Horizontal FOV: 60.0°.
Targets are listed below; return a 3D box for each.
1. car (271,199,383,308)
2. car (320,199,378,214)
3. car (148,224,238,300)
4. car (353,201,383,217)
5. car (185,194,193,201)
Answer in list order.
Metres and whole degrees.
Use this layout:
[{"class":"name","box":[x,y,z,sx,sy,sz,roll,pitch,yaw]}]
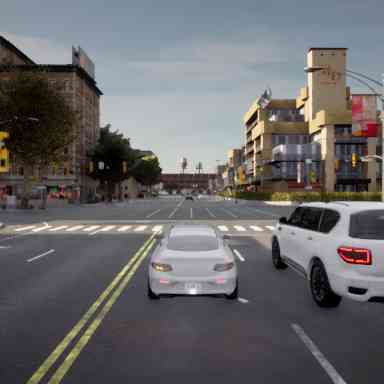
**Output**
[{"class":"car","box":[3.514,1.221,8.028,2.150,2.045,5.566,0,0,0]},{"class":"car","box":[16.096,1.477,34.238,5.008,1.535,1.882,0,0,0]},{"class":"car","box":[0.015,1.526,8.266,1.812,1.442,4.674,0,0,0]},{"class":"car","box":[17.424,1.563,30.730,4.181,1.385,1.994,0,0,0]},{"class":"car","box":[-0.707,1.499,84.343,1.837,1.490,4.892,0,0,0]}]
